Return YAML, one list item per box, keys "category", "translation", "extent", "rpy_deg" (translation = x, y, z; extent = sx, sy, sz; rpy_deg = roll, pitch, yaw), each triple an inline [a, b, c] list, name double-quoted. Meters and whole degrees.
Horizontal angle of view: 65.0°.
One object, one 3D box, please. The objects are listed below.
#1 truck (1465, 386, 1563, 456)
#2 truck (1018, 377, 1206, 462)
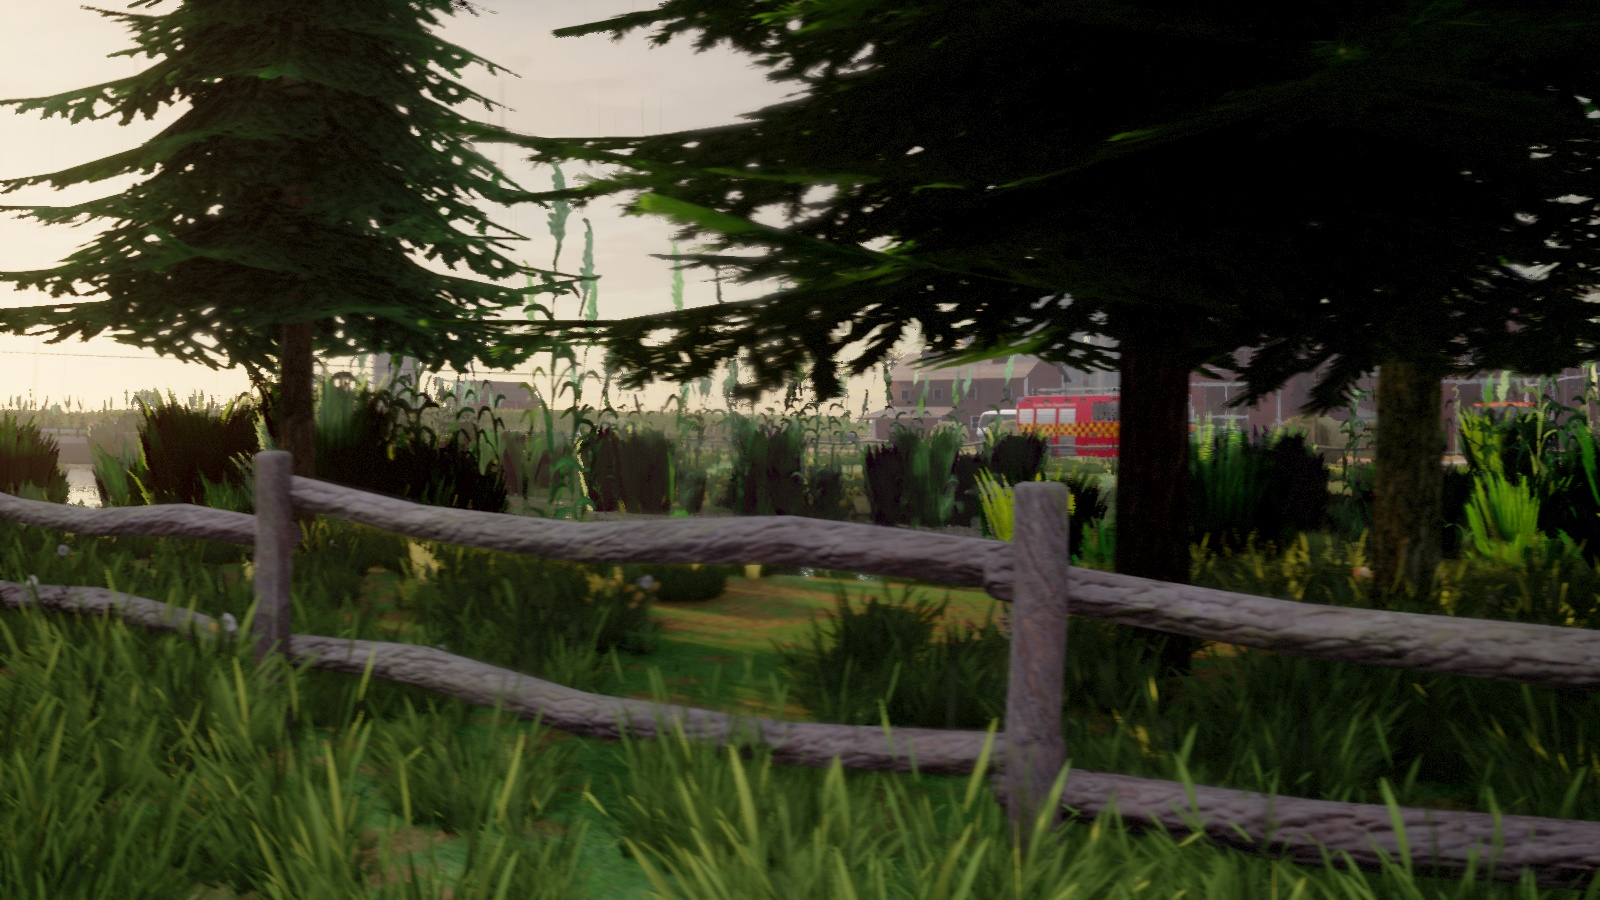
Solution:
- category: "truck"
  translation: [37.491, -1.478, 65.796]
  extent: [2.891, 3.462, 7.936]
  rpy_deg: [0, 1, 41]
- category: "truck"
  translation: [14.937, -1.423, 60.639]
  extent: [8.468, 3.827, 2.891]
  rpy_deg: [0, 1, 44]
